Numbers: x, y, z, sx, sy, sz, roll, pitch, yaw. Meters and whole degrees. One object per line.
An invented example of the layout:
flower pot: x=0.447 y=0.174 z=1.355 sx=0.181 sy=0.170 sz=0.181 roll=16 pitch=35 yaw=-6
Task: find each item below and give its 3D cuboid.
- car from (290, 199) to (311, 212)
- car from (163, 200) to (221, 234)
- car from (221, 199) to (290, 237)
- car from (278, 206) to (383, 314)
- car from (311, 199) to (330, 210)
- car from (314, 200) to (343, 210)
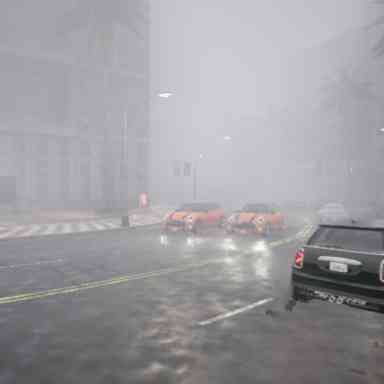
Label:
car: x=11.957 y=1.554 z=39.792 sx=2.128 sy=1.511 sz=4.902 roll=0 pitch=0 yaw=-3
car: x=0.240 y=1.384 z=19.477 sx=2.097 sy=1.767 sz=4.553 roll=0 pitch=0 yaw=31
car: x=3.632 y=1.381 z=18.382 sx=2.097 sy=1.767 sz=4.553 roll=0 pitch=0 yaw=30
car: x=4.082 y=1.363 z=7.423 sx=2.097 sy=1.767 sz=4.553 roll=0 pitch=0 yaw=44
car: x=15.464 y=1.567 z=39.515 sx=1.837 sy=1.490 sz=4.892 roll=0 pitch=0 yaw=-2
car: x=10.194 y=1.564 z=24.195 sx=1.812 sy=1.442 sz=4.674 roll=0 pitch=-1 yaw=17
